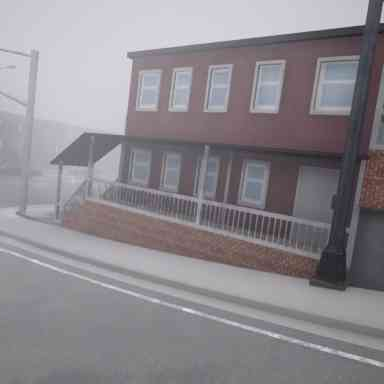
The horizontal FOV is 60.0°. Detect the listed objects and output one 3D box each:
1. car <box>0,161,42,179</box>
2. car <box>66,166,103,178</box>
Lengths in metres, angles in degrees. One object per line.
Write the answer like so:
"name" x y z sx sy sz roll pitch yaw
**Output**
"car" -17.497 -2.154 32.501 2.033 1.411 5.357 11 6 37
"car" -13.918 -2.728 43.385 1.837 1.490 4.892 11 7 35
